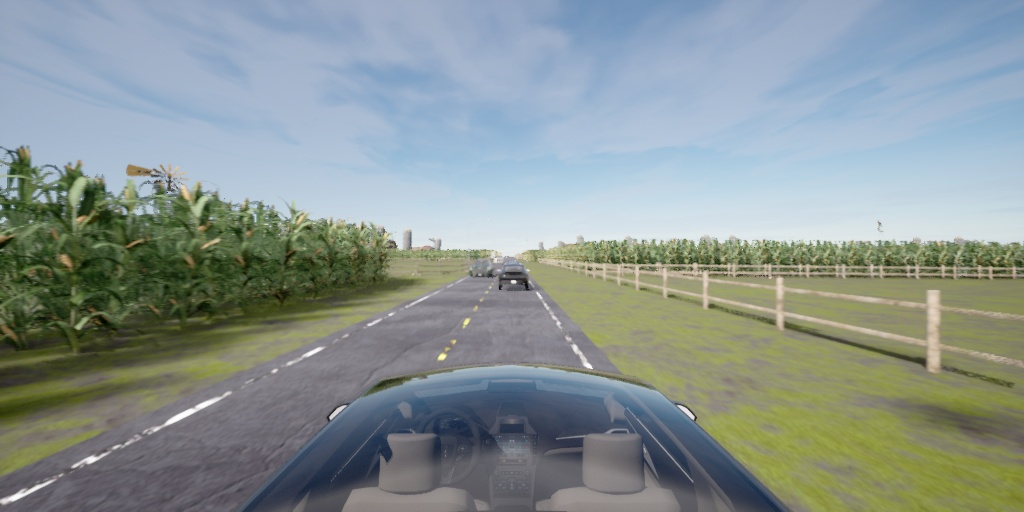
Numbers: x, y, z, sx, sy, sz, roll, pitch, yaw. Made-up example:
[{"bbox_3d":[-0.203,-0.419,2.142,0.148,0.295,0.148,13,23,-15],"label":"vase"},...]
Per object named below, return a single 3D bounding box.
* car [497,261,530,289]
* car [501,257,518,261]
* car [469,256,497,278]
[{"bbox_3d":[0.099,1.251,23.012,1.837,1.490,4.892,0,0,0],"label":"car"},{"bbox_3d":[0.097,1.226,42.252,2.128,1.511,4.902,0,0,0],"label":"car"},{"bbox_3d":[-2.843,1.093,34.069,2.097,1.767,4.553,0,0,0],"label":"car"}]
